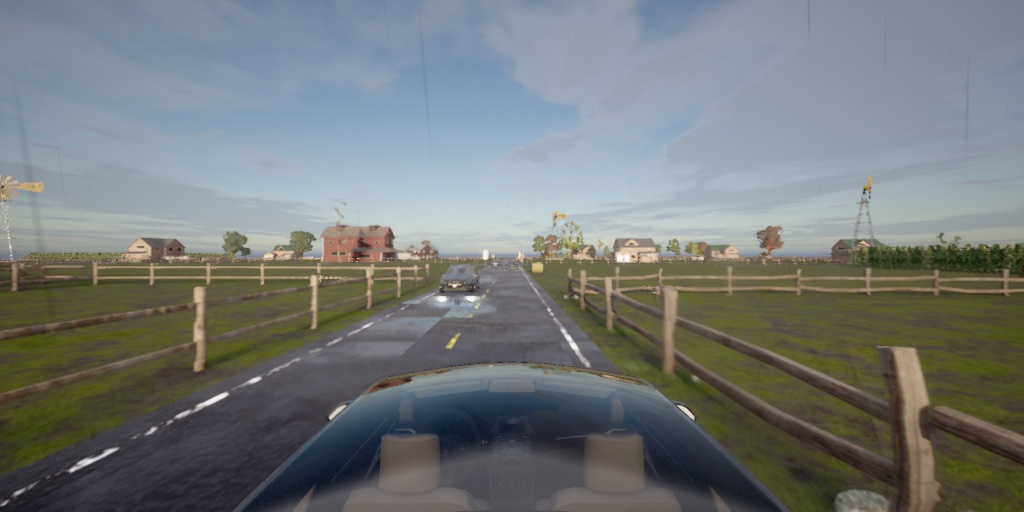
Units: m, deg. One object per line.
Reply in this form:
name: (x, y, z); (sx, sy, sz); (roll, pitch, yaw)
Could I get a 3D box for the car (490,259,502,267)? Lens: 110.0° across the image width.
car: (-2.784, 1.201, 62.598); (2.128, 1.511, 4.902); (0, 0, 0)

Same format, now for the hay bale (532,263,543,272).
hay bale: (3.118, 1.379, 43.718); (1.220, 1.180, 1.240); (0, 0, 0)

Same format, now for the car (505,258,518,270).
car: (-0.001, 1.209, 52.369); (2.128, 1.511, 4.902); (0, 0, 0)

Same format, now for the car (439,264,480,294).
car: (-2.851, 1.245, 20.258); (1.837, 1.490, 4.892); (0, 0, 0)
